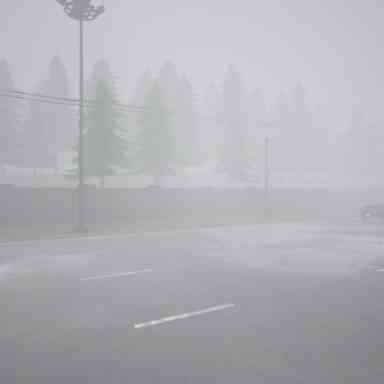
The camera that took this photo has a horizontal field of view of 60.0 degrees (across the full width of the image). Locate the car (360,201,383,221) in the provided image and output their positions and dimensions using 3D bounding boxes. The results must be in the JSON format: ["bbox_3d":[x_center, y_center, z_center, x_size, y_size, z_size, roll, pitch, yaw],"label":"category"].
[{"bbox_3d":[14.970,1.467,25.692,4.892,1.490,1.837,1,0,-32],"label":"car"}]
